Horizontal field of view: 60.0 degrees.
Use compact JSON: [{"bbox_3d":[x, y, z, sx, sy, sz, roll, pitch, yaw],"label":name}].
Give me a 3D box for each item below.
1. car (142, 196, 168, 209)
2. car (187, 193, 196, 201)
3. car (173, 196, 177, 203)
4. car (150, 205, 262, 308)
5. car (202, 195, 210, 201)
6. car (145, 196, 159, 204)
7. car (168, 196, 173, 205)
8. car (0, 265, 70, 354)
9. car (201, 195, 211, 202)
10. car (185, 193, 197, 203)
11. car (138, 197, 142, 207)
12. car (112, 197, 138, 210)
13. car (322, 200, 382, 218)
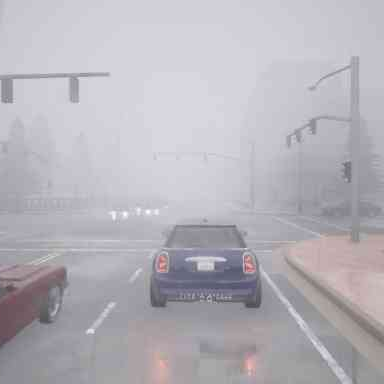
[{"bbox_3d":[-5.064,1.506,45.817,2.128,1.511,4.902,0,0,2],"label":"car"},{"bbox_3d":[-0.066,1.250,82.505,2.150,2.045,5.566,0,0,2],"label":"car"},{"bbox_3d":[-4.174,1.499,67.203,1.882,1.535,5.008,0,0,3],"label":"car"},{"bbox_3d":[0.308,1.355,8.109,2.097,1.767,4.553,0,0,2],"label":"car"},{"bbox_3d":[3.430,1.502,82.341,1.882,1.535,5.008,0,0,2],"label":"car"},{"bbox_3d":[-7.787,1.525,64.824,1.837,1.490,4.892,0,0,3],"label":"car"},{"bbox_3d":[-4.697,1.496,55.176,1.882,1.535,5.008,0,0,2],"label":"car"},{"bbox_3d":[-3.306,1.602,4.236,1.895,1.301,4.718,0,0,2],"label":"car"},{"bbox_3d":[3.099,1.573,73.637,1.994,1.385,4.181,0,0,2],"label":"car"},{"bbox_3d":[-0.436,1.543,72.774,1.812,1.442,4.674,0,0,2],"label":"car"},{"bbox_3d":[-8.331,1.508,51.856,2.128,1.511,4.902,0,0,2],"label":"car"},{"bbox_3d":[-8.691,1.615,42.551,1.895,1.301,4.718,0,0,2],"label":"car"},{"bbox_3d":[14.125,1.514,29.530,4.892,1.490,1.837,0,0,4],"label":"car"}]
